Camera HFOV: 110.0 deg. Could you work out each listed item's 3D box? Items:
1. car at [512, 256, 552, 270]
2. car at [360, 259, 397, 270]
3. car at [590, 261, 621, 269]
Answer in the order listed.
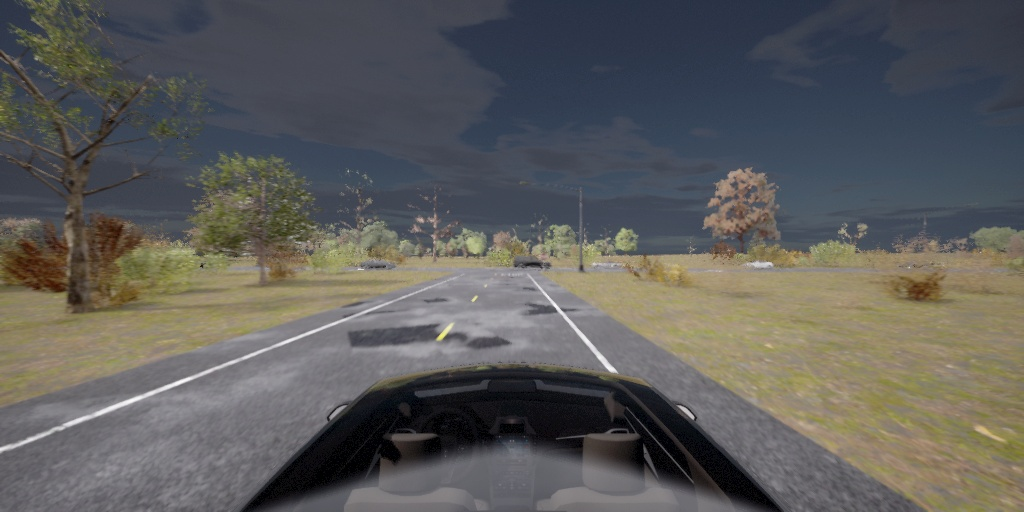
[{"bbox_3d":[2.840,0.992,51.049,5.566,2.045,2.150,0,0,-1],"label":"car"},{"bbox_3d":[-18.787,1.196,50.481,4.902,1.511,2.128,0,0,-2],"label":"car"},{"bbox_3d":[15.224,1.426,58.415,4.718,1.301,1.895,0,0,-2],"label":"car"}]
